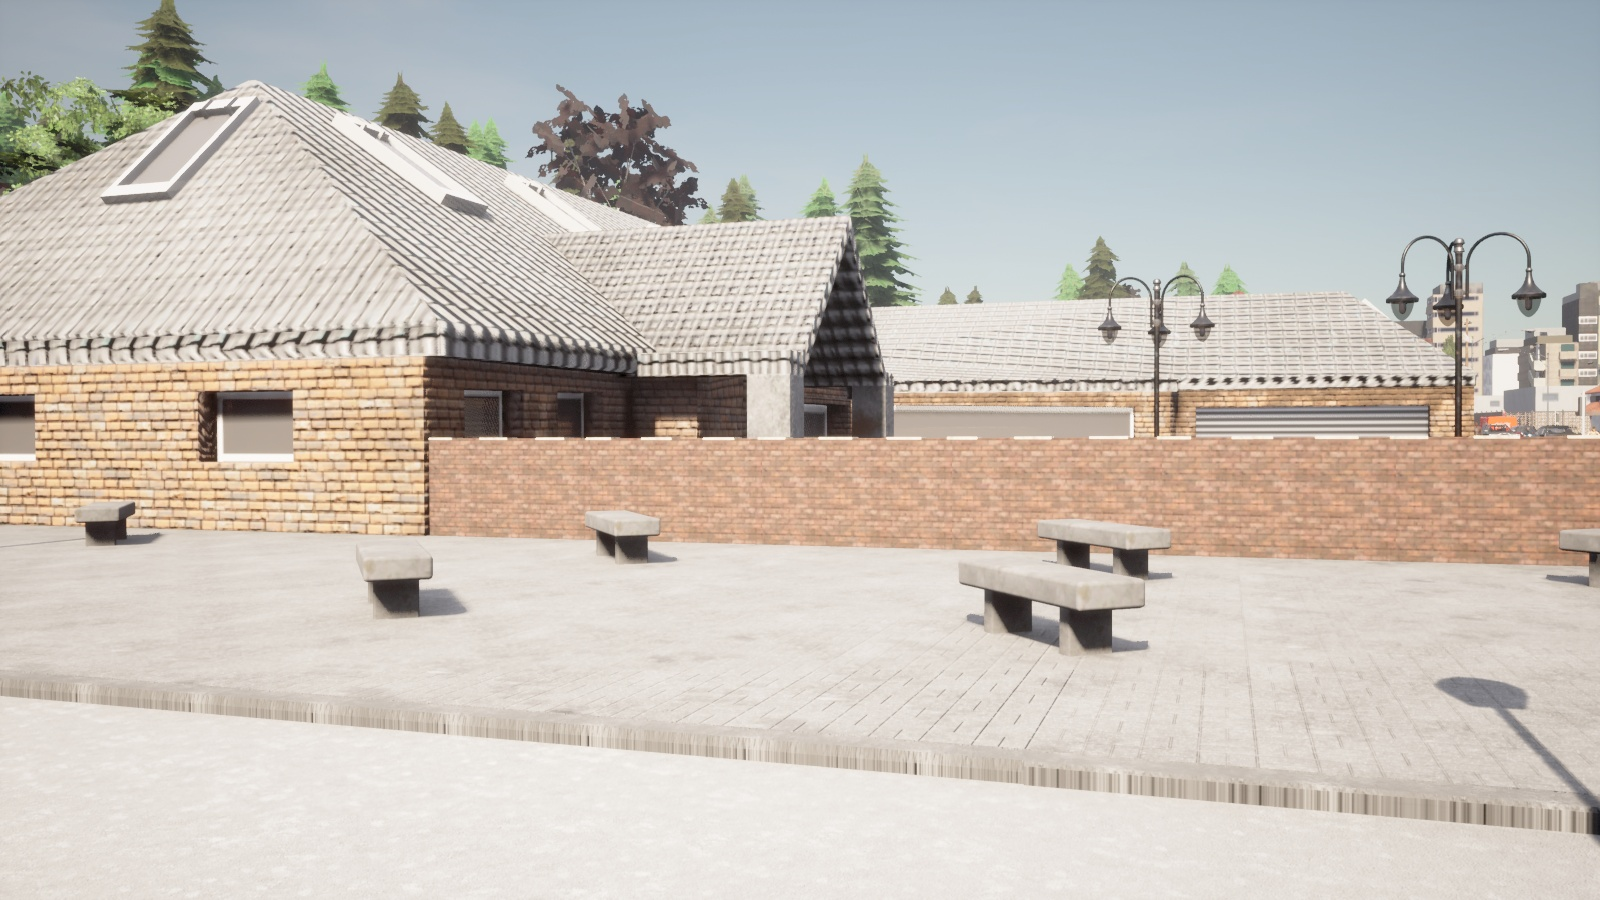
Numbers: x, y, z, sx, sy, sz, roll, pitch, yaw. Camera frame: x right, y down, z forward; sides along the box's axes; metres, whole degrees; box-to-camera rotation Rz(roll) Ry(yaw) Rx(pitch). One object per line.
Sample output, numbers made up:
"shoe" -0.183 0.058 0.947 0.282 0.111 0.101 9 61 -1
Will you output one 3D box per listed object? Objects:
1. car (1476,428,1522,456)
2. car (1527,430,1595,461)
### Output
"car" 47.662 -0.551 85.748 1.932 1.855 4.605 1 1 18
"car" 42.318 -0.290 69.938 2.242 1.667 4.611 1 1 19
